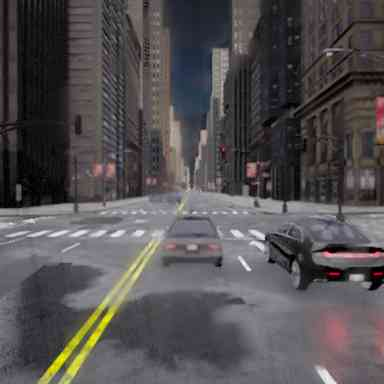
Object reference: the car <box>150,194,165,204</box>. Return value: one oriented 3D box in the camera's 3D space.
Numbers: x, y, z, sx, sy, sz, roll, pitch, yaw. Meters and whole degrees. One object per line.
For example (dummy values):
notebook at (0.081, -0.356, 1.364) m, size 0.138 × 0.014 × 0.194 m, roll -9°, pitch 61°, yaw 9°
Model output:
car at (-6.533, 1.240, 61.340) m, size 2.097 × 1.767 × 4.553 m, roll 0°, pitch 0°, yaw 1°

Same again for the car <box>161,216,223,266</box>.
car at (0.030, 1.532, 11.413) m, size 2.033 × 1.411 × 5.357 m, roll 0°, pitch 0°, yaw 1°

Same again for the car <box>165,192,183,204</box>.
car at (-3.277, 1.109, 61.238) m, size 2.150 × 2.045 × 5.566 m, roll 0°, pitch 0°, yaw 1°

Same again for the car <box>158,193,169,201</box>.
car at (-6.487, 1.182, 76.953) m, size 2.097 × 1.767 × 4.553 m, roll 0°, pitch 0°, yaw 0°

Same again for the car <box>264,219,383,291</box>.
car at (3.252, 1.479, 8.987) m, size 2.128 × 1.511 × 4.902 m, roll 0°, pitch 0°, yaw 0°

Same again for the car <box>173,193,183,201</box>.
car at (-3.237, 1.182, 76.952) m, size 2.097 × 1.767 × 4.553 m, roll 0°, pitch 0°, yaw 0°
